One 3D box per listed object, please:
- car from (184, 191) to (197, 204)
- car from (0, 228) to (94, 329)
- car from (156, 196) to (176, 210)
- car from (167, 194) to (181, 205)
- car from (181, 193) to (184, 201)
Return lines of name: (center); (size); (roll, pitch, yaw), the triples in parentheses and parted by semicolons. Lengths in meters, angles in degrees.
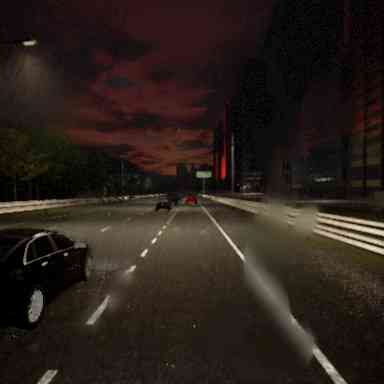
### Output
car: (-0.099, 1.316, 67.629); (2.150, 2.045, 5.566); (0, 0, 0)
car: (-3.499, 1.508, 6.897); (1.837, 1.490, 4.892); (0, 0, 0)
car: (-3.574, 1.591, 42.560); (2.033, 1.411, 5.357); (0, 0, 0)
car: (-3.663, 1.304, 61.130); (2.150, 2.045, 5.566); (0, 0, 0)
car: (-3.875, 1.669, 90.491); (1.812, 1.442, 4.674); (0, 0, 0)
